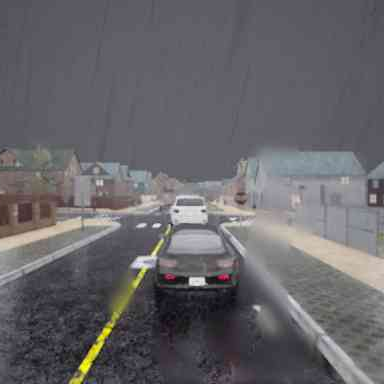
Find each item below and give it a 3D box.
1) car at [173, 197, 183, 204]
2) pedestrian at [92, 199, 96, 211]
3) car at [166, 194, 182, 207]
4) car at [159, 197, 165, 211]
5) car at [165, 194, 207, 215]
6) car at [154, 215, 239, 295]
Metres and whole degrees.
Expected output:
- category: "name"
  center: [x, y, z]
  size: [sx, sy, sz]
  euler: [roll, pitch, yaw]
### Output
- category: "car"
  center: [-2.898, 1.684, 69.659]
  size: [1.994, 1.385, 4.181]
  euler: [0, 0, 0]
- category: "pedestrian"
  center: [-9.753, 1.317, 33.252]
  size: [0.500, 1.100, 0.500]
  euler: [0, 0, 1]
- category: "car"
  center: [-2.944, 1.331, 55.582]
  size: [2.150, 2.045, 5.566]
  euler: [0, 0, 1]
- category: "car"
  center: [-2.933, 1.440, 42.188]
  size: [2.097, 1.767, 4.553]
  euler: [0, 0, 0]
- category: "car"
  center: [-0.388, 1.268, 21.613]
  size: [2.150, 2.045, 5.566]
  euler: [0, 0, -6]
- category: "car"
  center: [0.086, 1.542, 8.637]
  size: [1.812, 1.442, 4.674]
  euler: [0, 0, 0]
